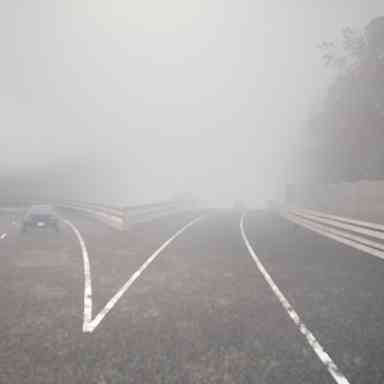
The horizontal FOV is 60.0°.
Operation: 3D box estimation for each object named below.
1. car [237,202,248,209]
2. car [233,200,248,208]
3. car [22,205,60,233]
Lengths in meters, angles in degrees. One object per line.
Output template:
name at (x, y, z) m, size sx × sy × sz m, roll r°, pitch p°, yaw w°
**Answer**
car at (10.587, 2.778, 69.588) m, size 1.994 × 1.385 × 4.181 m, roll 0°, pitch -4°, yaw 13°
car at (8.418, 2.182, 59.402) m, size 1.837 × 1.490 × 4.892 m, roll 0°, pitch -3°, yaw 12°
car at (-8.656, 1.477, 19.179) m, size 1.812 × 1.442 × 4.674 m, roll 0°, pitch 0°, yaw -23°
